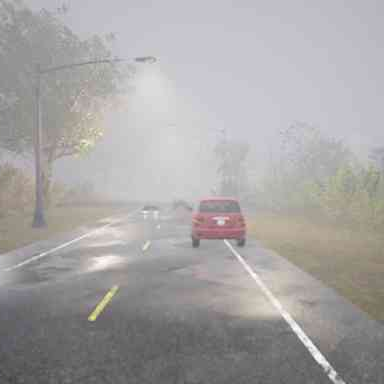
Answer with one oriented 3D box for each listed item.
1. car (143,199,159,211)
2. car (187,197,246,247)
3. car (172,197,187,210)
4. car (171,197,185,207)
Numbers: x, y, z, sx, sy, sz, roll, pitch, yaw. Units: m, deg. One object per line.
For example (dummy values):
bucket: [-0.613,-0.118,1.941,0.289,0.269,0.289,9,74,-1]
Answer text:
car: [-5.012,1.547,41.221,2.033,1.411,5.357,0,0,-4]
car: [1.026,1.235,15.142,2.150,2.045,5.566,0,0,-1]
car: [-1.470,1.495,43.153,1.837,1.490,4.892,0,-1,-4]
car: [-2.343,1.526,54.012,2.033,1.411,5.357,0,0,-5]
